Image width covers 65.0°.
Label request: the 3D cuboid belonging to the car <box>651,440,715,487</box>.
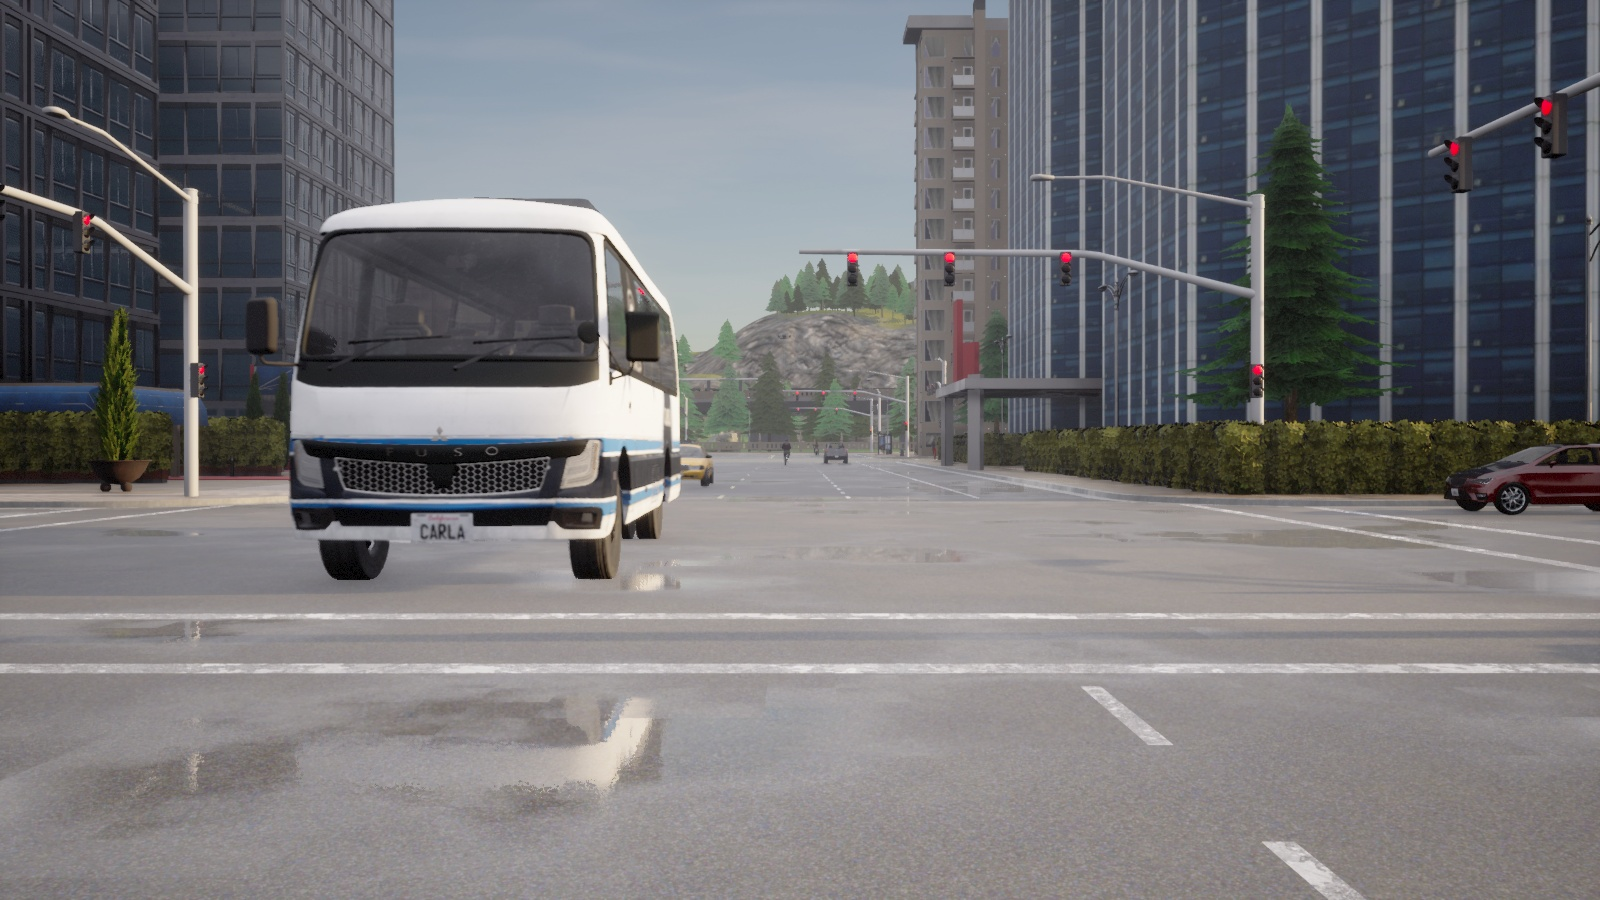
[{"bbox_3d":[-4.029,0.433,44.124,1.801,1.575,5.366,0,0,-1],"label":"car"}]

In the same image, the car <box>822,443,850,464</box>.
[{"bbox_3d":[2.553,0.252,90.334,1.845,1.501,3.633,0,0,-1],"label":"car"}]

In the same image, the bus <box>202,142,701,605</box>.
[{"bbox_3d":[-3.607,-0.727,16.689,3.944,4.253,10.273,0,0,-1],"label":"bus"}]

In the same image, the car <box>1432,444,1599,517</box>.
[{"bbox_3d":[15.923,0.623,26.546,4.193,1.474,1.816,0,0,0],"label":"car"}]
